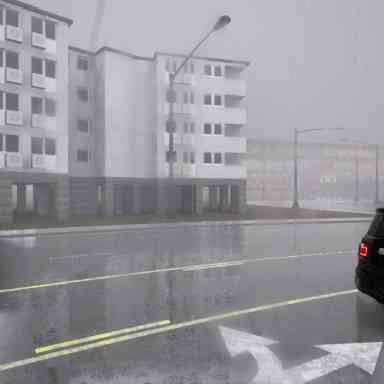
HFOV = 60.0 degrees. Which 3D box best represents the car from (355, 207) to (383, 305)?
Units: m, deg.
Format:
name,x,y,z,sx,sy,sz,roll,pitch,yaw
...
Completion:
name,x,y,z,sx,sy,sz,roll,pitch,yaw
car,5.697,1.221,6.288,5.566,2.045,2.150,0,0,-23
